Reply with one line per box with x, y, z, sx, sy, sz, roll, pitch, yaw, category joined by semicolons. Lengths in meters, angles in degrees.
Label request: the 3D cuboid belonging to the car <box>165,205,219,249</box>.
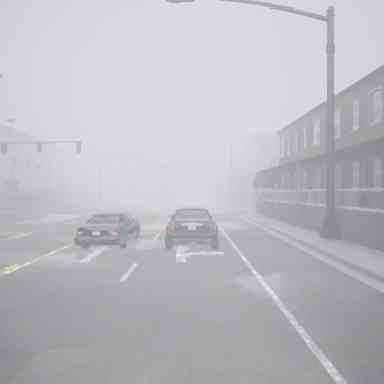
0.000;1.363;14.620;2.097;1.767;4.553;0;0;0;car

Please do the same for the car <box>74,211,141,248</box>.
-3.500;1.560;14.650;2.033;1.411;5.357;0;0;0;car

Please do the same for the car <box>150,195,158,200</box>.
-10.500;1.453;91.777;1.882;1.535;5.008;0;0;0;car
